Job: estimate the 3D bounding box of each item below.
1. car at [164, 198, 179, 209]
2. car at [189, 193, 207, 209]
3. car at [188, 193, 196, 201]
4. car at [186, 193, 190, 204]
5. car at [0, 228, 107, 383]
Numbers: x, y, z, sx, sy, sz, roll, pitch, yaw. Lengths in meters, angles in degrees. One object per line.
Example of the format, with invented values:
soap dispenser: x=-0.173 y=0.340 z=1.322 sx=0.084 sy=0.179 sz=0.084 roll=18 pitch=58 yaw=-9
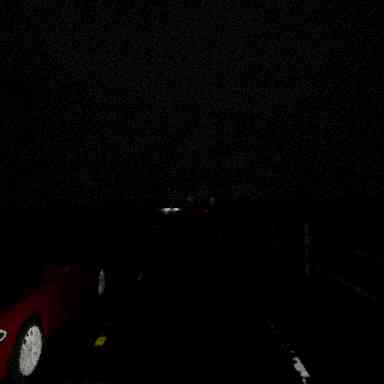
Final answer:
car: x=-2.822 y=1.544 z=46.481 sx=2.033 sy=1.411 sz=5.357 roll=0 pitch=0 yaw=0
car: x=0.979 y=1.348 z=45.164 sx=2.097 sy=1.767 sz=4.553 roll=0 pitch=0 yaw=0
car: x=0.032 y=1.199 z=82.238 sx=2.097 sy=1.767 sz=4.553 roll=0 pitch=0 yaw=0
car: x=0.025 y=1.231 z=63.900 sx=2.150 sy=2.045 sz=5.566 roll=0 pitch=0 yaw=0
car: x=-2.849 y=1.474 z=5.603 sx=1.882 sy=1.535 sz=5.008 roll=0 pitch=0 yaw=0
